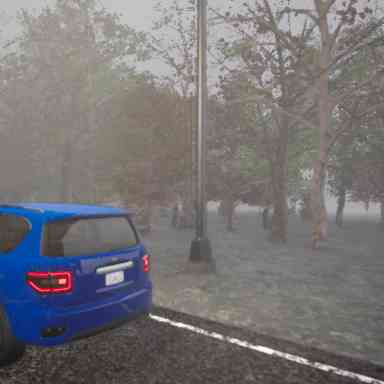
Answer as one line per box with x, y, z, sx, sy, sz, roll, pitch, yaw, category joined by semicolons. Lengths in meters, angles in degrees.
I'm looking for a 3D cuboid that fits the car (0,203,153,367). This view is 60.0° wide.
-3.203;1.203;6.030;5.566;2.045;2.150;1;-1;36;car
